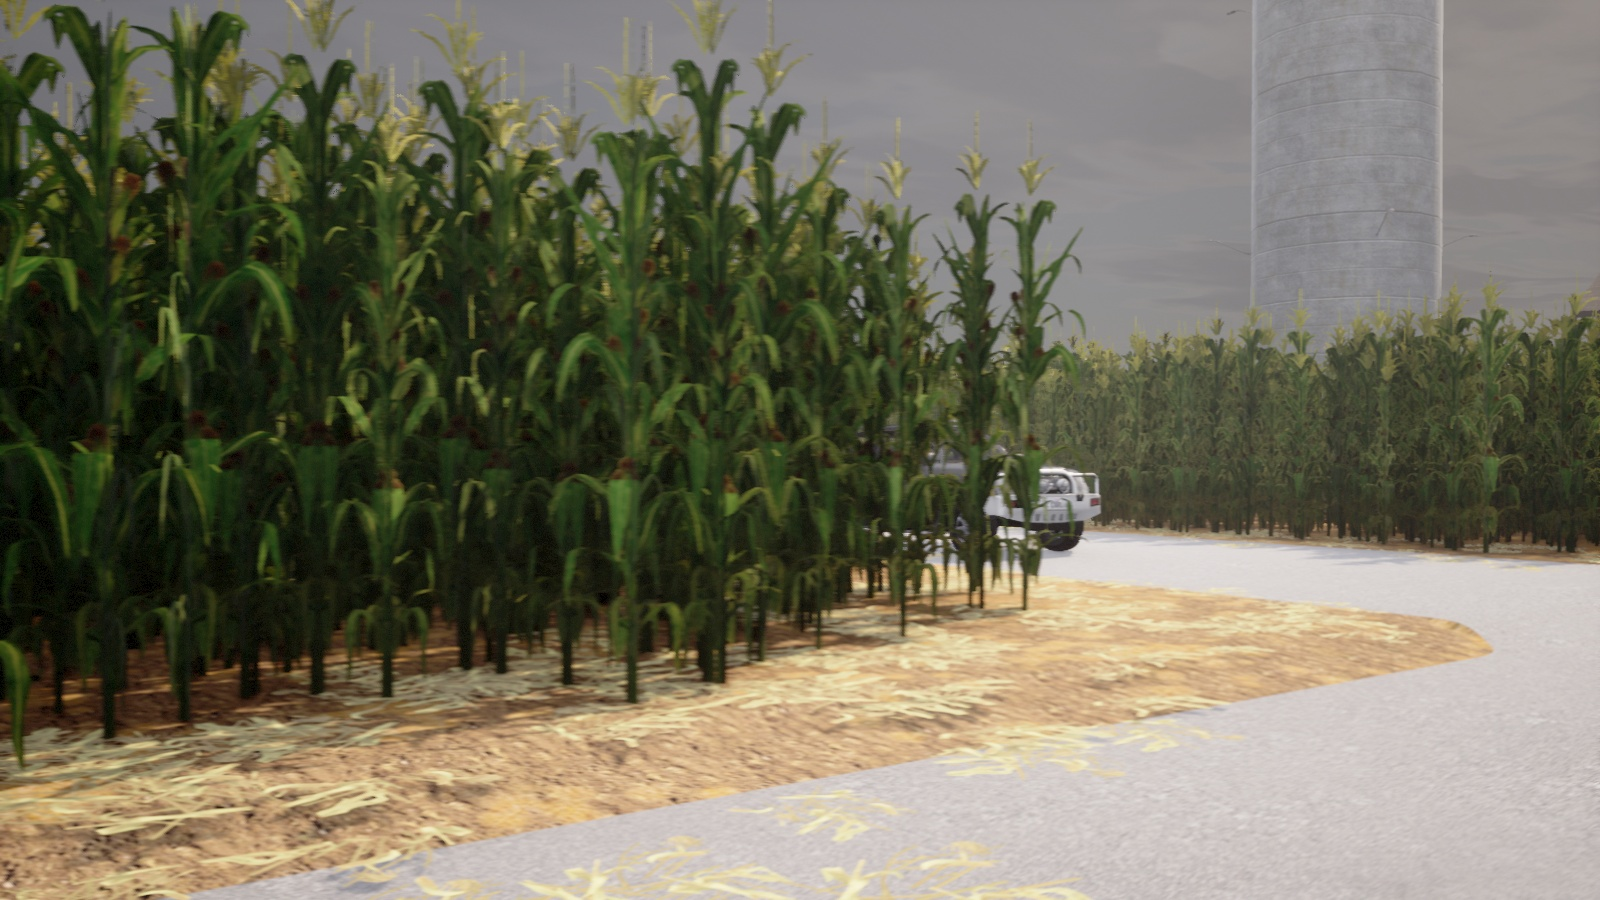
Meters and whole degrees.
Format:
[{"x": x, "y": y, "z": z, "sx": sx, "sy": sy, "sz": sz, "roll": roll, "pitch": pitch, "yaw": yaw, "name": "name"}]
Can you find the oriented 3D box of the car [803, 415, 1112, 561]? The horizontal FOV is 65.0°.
[{"x": 2.146, "y": 0.496, "z": 18.432, "sx": 1.932, "sy": 1.855, "sz": 4.605, "roll": 0, "pitch": 0, "yaw": -34, "name": "car"}]
